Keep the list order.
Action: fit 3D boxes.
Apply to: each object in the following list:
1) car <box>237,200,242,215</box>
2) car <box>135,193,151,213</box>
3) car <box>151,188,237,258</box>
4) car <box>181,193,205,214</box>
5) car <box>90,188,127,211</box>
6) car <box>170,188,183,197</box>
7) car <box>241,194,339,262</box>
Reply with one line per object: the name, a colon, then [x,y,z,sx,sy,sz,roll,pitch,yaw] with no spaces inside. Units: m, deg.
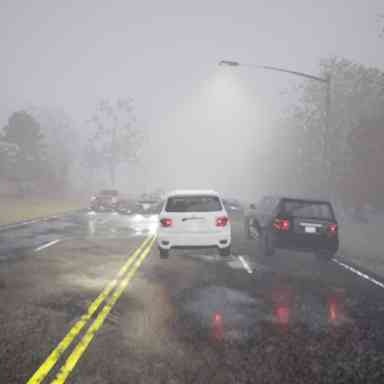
car: [3.334,1.212,29.170,1.994,1.385,4.181,2,1,0]
car: [-3.359,0.834,26.814,2.128,1.511,4.902,3,1,0]
car: [0.070,0.961,11.731,2.150,2.045,5.566,-1,1,0]
car: [0.094,0.940,30.058,1.882,1.535,5.008,3,1,0]
car: [-6.596,0.524,26.746,2.097,1.767,4.553,3,1,0]
car: [-3.103,0.088,67.518,2.128,1.511,4.902,3,1,1]
car: [3.431,1.139,12.328,2.150,2.045,5.566,5,1,0]
